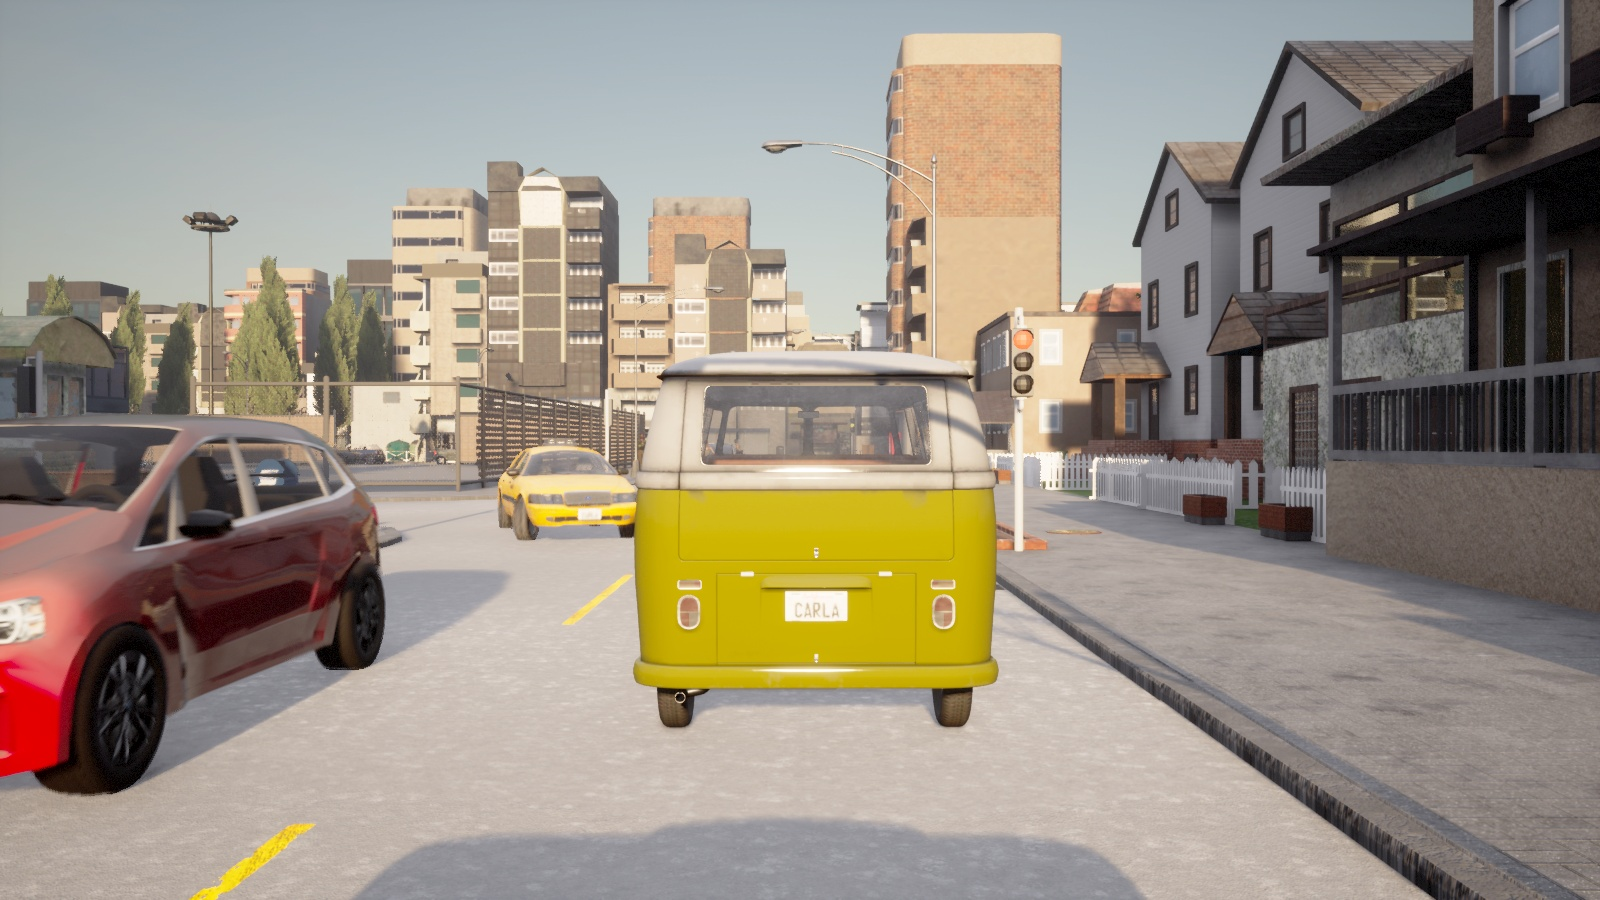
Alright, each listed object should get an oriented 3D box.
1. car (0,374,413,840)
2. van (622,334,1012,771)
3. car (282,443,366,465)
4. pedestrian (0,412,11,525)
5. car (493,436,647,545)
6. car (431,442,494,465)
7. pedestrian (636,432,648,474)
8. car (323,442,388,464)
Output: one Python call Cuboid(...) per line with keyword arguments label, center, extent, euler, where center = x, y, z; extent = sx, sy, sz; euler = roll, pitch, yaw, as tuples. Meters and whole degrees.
Cuboid(label="car", center=(-3.944, 0.549, 6.808), extent=(2.242, 1.667, 4.611), euler=(0, 0, 0))
Cuboid(label="van", center=(0.070, 0.454, 7.932), extent=(1.775, 1.987, 4.442), euler=(0, 0, 0))
Cuboid(label="car", center=(-31.593, 0.254, 83.505), extent=(4.892, 1.490, 1.837), euler=(0, 0, 1))
Cuboid(label="pedestrian", center=(-14.222, 0.317, 21.811), extent=(0.788, 1.949, 0.423), euler=(0, 0, -16))
Cuboid(label="car", center=(-3.983, 0.564, 20.976), extent=(1.801, 1.575, 5.366), euler=(0, 0, -18))
Cuboid(label="car", center=(-22.380, 0.236, 83.458), extent=(3.705, 1.549, 1.789), euler=(0, 0, 0))
Cuboid(label="pedestrian", center=(-7.306, 0.122, 58.100), extent=(0.395, 1.930, 0.692), euler=(0, 0, -20))
Cuboid(label="car", center=(-30.965, 0.193, 87.498), extent=(3.806, 1.475, 1.970), euler=(0, 0, 0))
